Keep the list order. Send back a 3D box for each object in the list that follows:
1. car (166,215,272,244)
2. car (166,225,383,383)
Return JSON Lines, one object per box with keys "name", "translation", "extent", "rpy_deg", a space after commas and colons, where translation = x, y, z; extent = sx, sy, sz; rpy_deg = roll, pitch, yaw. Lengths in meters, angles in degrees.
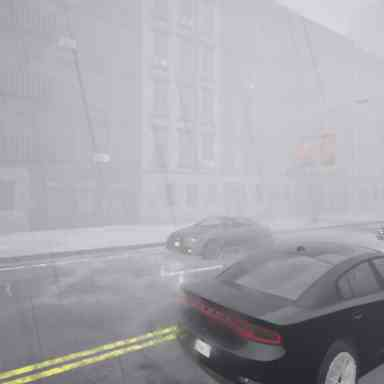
{"name": "car", "translation": [1.122, 1.587, 12.438], "extent": [4.181, 1.385, 1.994], "rpy_deg": [0, 0, -35]}
{"name": "car", "translation": [2.138, 1.491, 4.947], "extent": [5.008, 1.535, 1.882], "rpy_deg": [0, 0, -35]}
